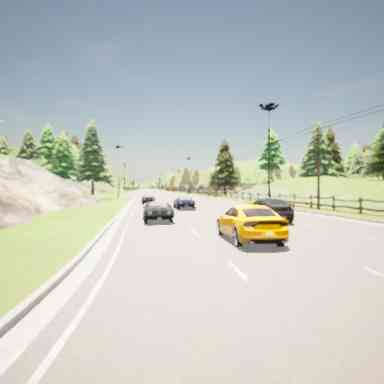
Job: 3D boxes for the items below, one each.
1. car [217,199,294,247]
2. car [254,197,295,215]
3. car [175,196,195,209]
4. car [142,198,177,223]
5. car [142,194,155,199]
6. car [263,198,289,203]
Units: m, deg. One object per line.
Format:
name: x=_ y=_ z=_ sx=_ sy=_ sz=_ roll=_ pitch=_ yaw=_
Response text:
car: x=2.350 y=1.273 z=13.960 sx=1.882 sy=1.535 sz=5.008 roll=0 pitch=1 yaw=-8
car: x=7.195 y=1.155 z=29.487 sx=1.895 sy=1.301 sz=4.718 roll=-1 pitch=1 yaw=-8
car: x=-0.896 y=1.119 z=36.277 sx=1.895 sy=1.301 sz=4.718 roll=-1 pitch=1 yaw=-8
car: x=-2.363 y=1.314 z=22.729 sx=1.895 sy=1.301 sz=4.718 roll=0 pitch=1 yaw=-9
car: x=-6.207 y=1.004 z=47.808 sx=1.895 sy=1.301 sz=4.718 roll=0 pitch=1 yaw=-8
car: x=4.862 y=1.185 z=21.344 sx=1.837 sy=1.490 sz=4.892 roll=0 pitch=1 yaw=-8
